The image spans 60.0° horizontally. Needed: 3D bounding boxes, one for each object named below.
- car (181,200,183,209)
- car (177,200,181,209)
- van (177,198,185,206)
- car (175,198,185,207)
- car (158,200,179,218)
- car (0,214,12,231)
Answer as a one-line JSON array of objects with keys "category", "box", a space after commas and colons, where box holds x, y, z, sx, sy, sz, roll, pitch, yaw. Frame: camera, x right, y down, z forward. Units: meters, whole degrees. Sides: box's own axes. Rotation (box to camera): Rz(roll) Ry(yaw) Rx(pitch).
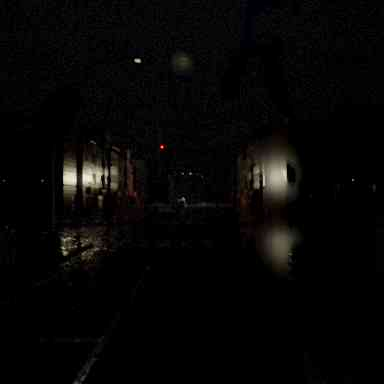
[{"category": "car", "box": [-2.655, 2.120, 46.492, 1.802, 1.307, 4.206, 0, -1, 0]}, {"category": "car", "box": [-2.652, 2.013, 40.888, 1.887, 1.381, 4.507, 0, -1, 0]}, {"category": "van", "box": [-2.671, 2.330, 80.125, 1.690, 1.788, 3.998, 0, -1, 0]}, {"category": "car", "box": [-2.660, 2.124, 57.704, 1.967, 1.590, 4.097, 0, -1, 0]}, {"category": "car", "box": [-2.649, 1.922, 35.114, 1.752, 1.417, 4.829, 0, -1, 0]}, {"category": "car", "box": [-13.476, 1.586, 20.203, 4.553, 1.767, 2.097, 0, -1, -1]}]
